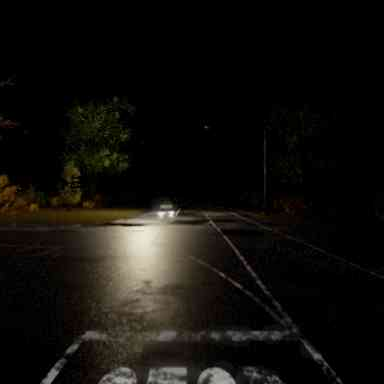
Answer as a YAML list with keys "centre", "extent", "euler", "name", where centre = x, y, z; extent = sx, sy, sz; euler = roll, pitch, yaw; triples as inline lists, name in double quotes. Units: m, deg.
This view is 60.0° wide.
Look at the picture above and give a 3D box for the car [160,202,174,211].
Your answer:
- centre: [-3.689, 2.155, 49.109]
  extent: [1.895, 1.301, 4.718]
  euler: [0, -1, -1]
  name: "car"
